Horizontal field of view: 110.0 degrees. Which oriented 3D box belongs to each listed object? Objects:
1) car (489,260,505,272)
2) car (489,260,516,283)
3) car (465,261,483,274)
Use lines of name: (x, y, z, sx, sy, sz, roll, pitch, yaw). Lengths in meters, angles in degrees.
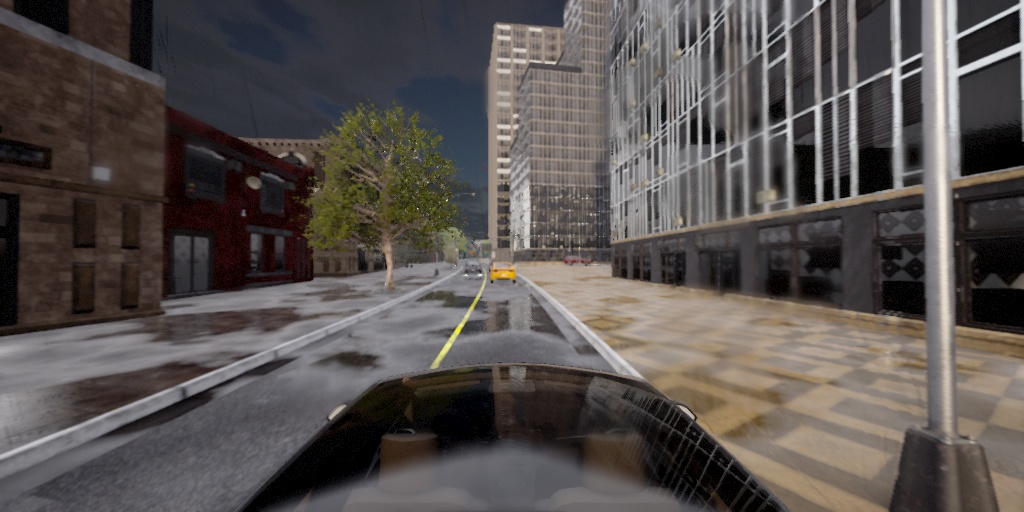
car: (-1.918, 1.244, 45.215, 1.812, 1.442, 4.674, 0, 0, -5)
car: (-0.722, 1.210, 27.965, 1.882, 1.535, 5.008, 0, 0, -3)
car: (-4.379, 1.248, 41.079, 1.812, 1.442, 4.674, 0, 0, -4)
